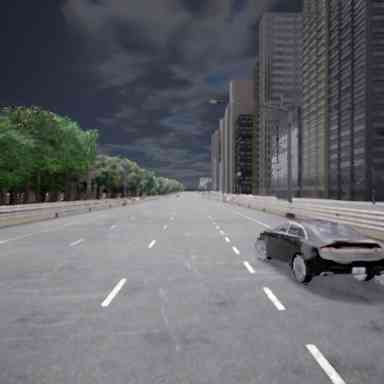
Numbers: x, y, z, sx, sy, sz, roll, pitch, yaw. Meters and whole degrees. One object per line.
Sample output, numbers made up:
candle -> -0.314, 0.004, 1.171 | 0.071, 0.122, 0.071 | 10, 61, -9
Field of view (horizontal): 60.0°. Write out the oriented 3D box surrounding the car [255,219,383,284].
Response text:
car -> 3.393, 1.533, 9.744 | 2.128, 1.511, 4.902 | 1, 0, -7
